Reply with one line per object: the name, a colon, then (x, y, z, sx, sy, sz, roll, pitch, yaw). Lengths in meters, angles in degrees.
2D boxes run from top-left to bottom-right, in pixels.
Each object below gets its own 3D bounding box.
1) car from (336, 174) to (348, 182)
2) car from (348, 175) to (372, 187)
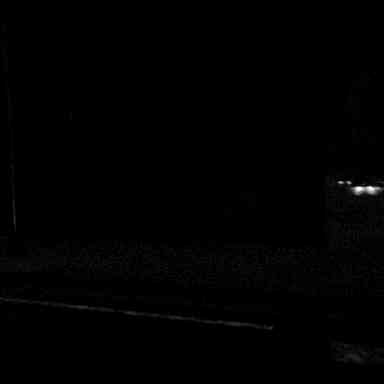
car: (28.645, -2.774, 63.216, 1.812, 1.442, 4.674, -1, 3, 19)
car: (21.714, -1.395, 42.794, 1.895, 1.301, 4.718, -1, 3, 19)
